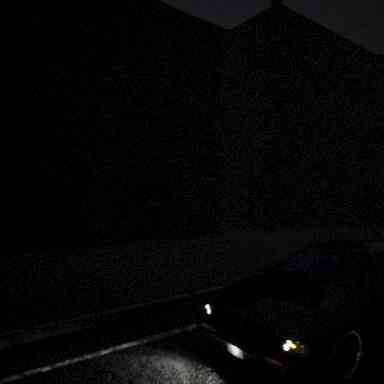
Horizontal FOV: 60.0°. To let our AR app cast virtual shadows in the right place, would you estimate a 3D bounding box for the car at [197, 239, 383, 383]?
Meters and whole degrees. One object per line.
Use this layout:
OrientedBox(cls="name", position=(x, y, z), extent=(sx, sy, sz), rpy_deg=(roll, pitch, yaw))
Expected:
OrientedBox(cls="car", position=(2.695, 1.559, 5.605), extent=(5.357, 1.411, 2.033), rpy_deg=(0, 0, -35))
